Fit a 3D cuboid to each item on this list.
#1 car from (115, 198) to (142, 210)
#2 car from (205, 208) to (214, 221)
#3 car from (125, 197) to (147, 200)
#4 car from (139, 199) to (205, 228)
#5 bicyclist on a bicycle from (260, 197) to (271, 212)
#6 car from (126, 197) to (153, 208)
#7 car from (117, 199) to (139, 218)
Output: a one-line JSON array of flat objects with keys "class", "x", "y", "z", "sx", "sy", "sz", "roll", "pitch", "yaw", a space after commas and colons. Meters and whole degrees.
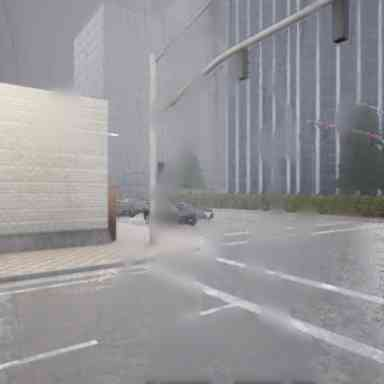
[{"class": "car", "x": -8.789, "y": 1.592, "z": 45.613, "sx": 1.812, "sy": 1.442, "sz": 4.674, "roll": 0, "pitch": 0, "yaw": -36}, {"class": "car", "x": -0.181, "y": 1.556, "z": 27.286, "sx": 2.128, "sy": 1.511, "sz": 4.902, "roll": 0, "pitch": 0, "yaw": -36}, {"class": "car", "x": -5.833, "y": 1.612, "z": 35.196, "sx": 2.033, "sy": 1.411, "sz": 5.357, "roll": 0, "pitch": 0, "yaw": -35}, {"class": "car", "x": -1.560, "y": 1.540, "z": 23.200, "sx": 1.882, "sy": 1.535, "sz": 5.008, "roll": 0, "pitch": 0, "yaw": -36}, {"class": "bicyclist on a bicycle", "x": 8.039, "y": 1.372, "z": 36.384, "sx": 1.656, "sy": 1.620, "sz": 0.582, "roll": 0, "pitch": 0, "yaw": -36}, {"class": "car", "x": -8.031, "y": 1.560, "z": 50.617, "sx": 2.128, "sy": 1.511, "sz": 4.902, "roll": 0, "pitch": 0, "yaw": -37}, {"class": "car", "x": -6.789, "y": 1.626, "z": 30.504, "sx": 1.994, "sy": 1.385, "sz": 4.181, "roll": 0, "pitch": 0, "yaw": -36}]
